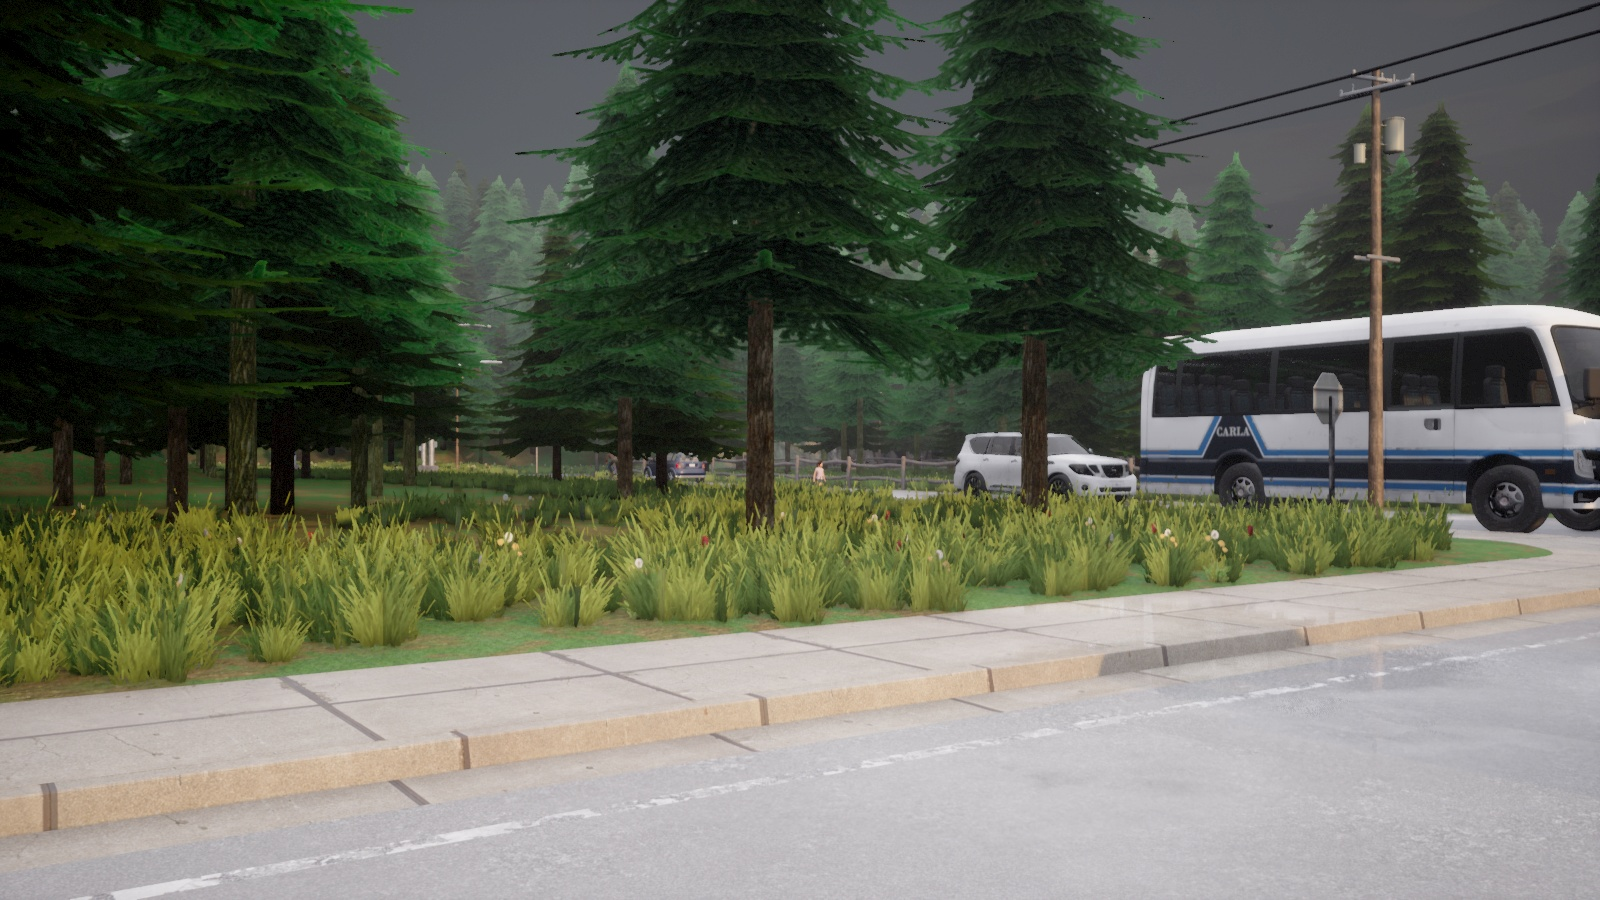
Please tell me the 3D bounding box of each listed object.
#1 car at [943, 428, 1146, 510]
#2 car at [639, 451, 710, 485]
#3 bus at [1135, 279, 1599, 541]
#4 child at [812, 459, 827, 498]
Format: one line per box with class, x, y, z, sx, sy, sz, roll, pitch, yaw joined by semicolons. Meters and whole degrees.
car;6.549;0.492;34.367;2.150;2.045;5.566;0;0;-33
car;-5.964;0.846;59.444;1.789;1.549;3.705;0;0;-34
bus;12.125;-0.637;25.569;3.944;4.253;10.273;0;0;-32
child;0.569;0.831;36.657;0.255;1.110;0.394;0;0;-43
